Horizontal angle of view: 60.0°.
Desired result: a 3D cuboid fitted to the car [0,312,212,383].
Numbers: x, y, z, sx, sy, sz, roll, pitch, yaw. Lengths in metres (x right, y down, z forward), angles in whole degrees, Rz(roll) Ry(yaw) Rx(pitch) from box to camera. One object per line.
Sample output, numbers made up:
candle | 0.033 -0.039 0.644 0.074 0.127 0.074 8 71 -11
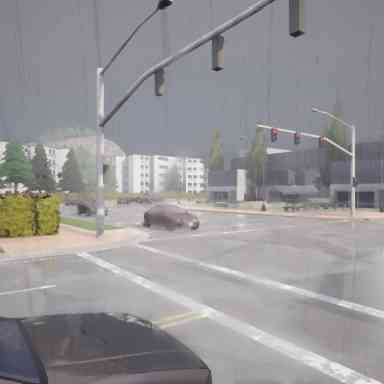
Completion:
car | -2.361 1.547 2.080 5.357 1.411 2.033 0 0 -35

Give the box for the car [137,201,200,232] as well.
car | -1.402 1.526 20.327 1.812 1.442 4.674 0 0 -35

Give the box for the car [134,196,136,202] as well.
car | -11.381 1.477 68.885 1.882 1.535 5.008 0 0 14

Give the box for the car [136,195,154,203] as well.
car | -8.632 1.505 61.169 1.837 1.490 4.892 0 0 -1

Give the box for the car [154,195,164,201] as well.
car | -7.538 1.354 70.934 2.097 1.767 4.553 0 0 17

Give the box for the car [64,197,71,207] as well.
car | -18.548 1.548 52.060 2.033 1.411 5.357 0 0 -10

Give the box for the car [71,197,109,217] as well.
car | -9.367 1.488 31.195 2.128 1.511 4.902 0 0 -34

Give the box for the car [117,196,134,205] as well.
car | -12.061 1.492 58.853 2.128 1.511 4.902 0 0 -4
